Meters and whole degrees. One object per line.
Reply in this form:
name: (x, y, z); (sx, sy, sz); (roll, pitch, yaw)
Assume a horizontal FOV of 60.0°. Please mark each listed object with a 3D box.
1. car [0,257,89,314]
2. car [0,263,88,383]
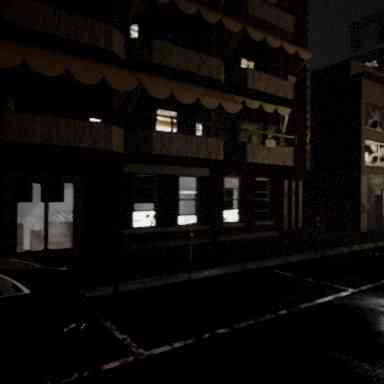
car: (-3.541, 1.545, 4.033); (4.403, 1.369, 2.008); (1, 0, -35)
car: (-3.074, 1.485, 1.182); (4.892, 1.490, 1.837); (0, 0, -35)
